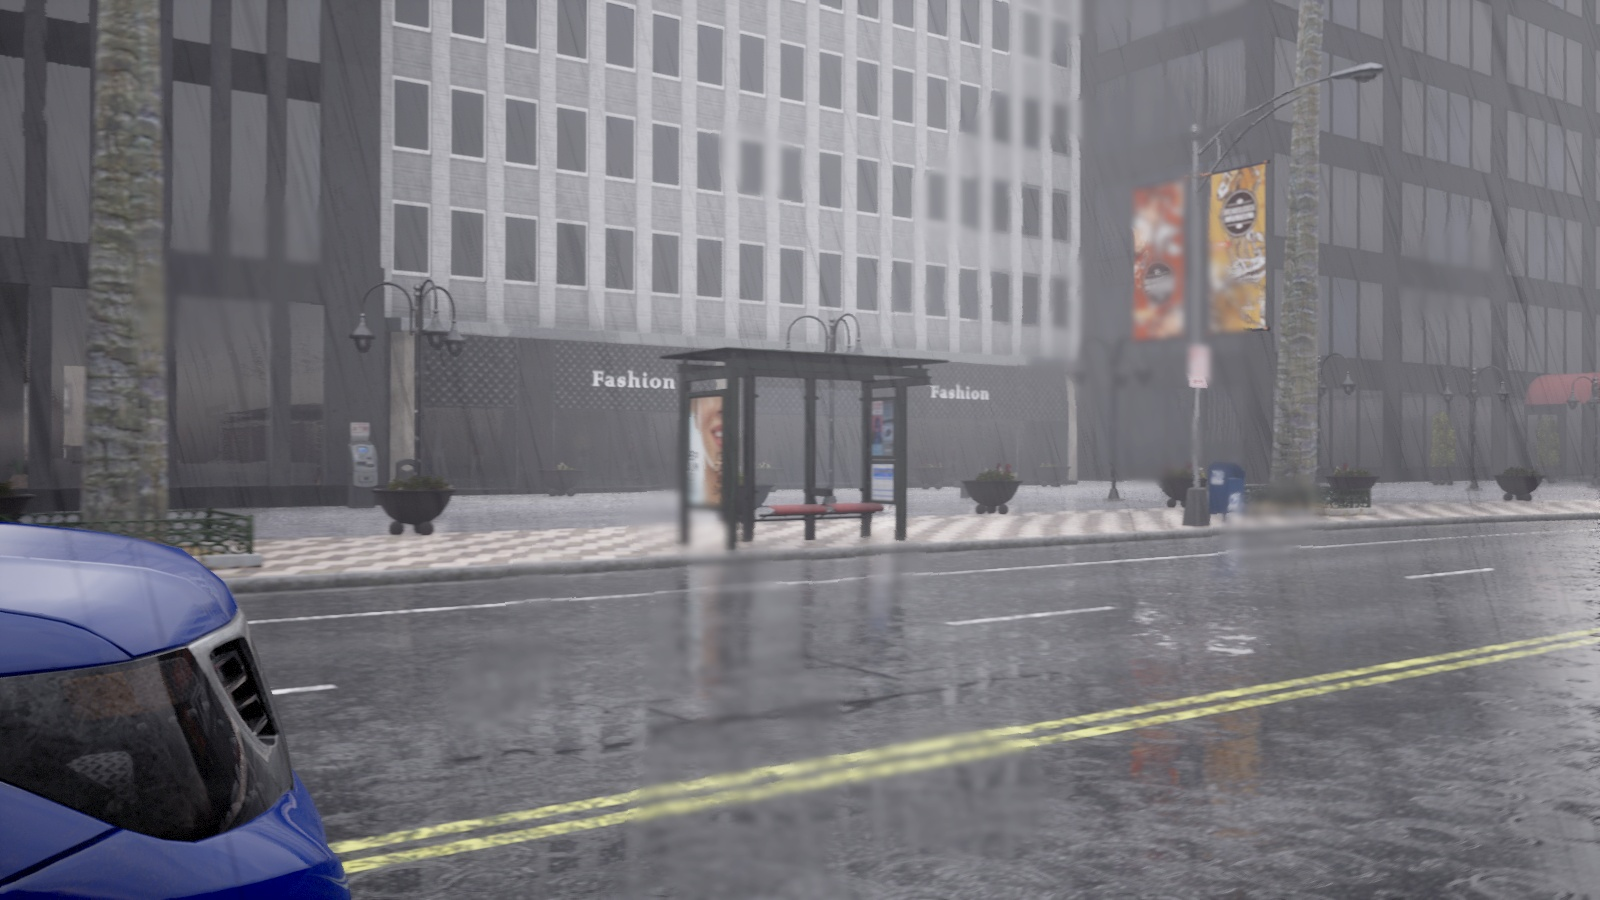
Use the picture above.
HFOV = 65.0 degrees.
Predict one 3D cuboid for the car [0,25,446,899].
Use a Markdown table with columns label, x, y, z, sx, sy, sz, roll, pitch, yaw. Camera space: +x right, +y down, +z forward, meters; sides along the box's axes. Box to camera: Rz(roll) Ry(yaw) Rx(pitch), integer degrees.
| label | x | y | z | sx | sy | sz | roll | pitch | yaw |
| --- | --- | --- | --- | --- | --- | --- | --- | --- | --- |
| car | -3.452 | 0.474 | 1.257 | 5.566 | 2.045 | 2.150 | 0 | 0 | -35 |
